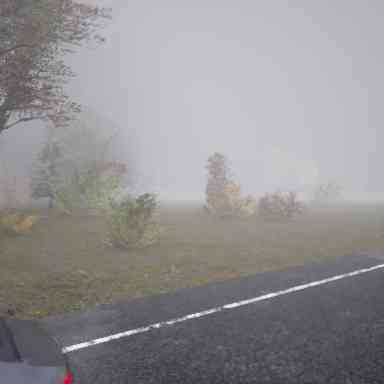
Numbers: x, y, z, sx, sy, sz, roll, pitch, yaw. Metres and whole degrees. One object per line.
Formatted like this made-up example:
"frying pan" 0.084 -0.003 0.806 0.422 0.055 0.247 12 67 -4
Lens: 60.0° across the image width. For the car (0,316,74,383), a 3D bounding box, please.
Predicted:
"car" -2.883 1.563 1.937 4.181 1.385 1.994 0 0 -35
